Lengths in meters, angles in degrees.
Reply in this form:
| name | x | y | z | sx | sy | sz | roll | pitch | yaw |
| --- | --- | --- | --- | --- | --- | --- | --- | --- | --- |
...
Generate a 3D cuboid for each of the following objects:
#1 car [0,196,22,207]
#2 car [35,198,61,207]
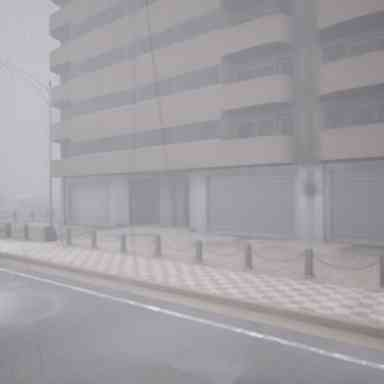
| name | x | y | z | sx | sy | sz | roll | pitch | yaw |
| --- | --- | --- | --- | --- | --- | --- | --- | --- | --- |
| car | -43.796 | 2.111 | 79.002 | 1.932 | 1.855 | 4.605 | -1 | 0 | 35 |
| car | -29.933 | 2.166 | 69.338 | 1.970 | 1.475 | 3.806 | -1 | 0 | 35 |
